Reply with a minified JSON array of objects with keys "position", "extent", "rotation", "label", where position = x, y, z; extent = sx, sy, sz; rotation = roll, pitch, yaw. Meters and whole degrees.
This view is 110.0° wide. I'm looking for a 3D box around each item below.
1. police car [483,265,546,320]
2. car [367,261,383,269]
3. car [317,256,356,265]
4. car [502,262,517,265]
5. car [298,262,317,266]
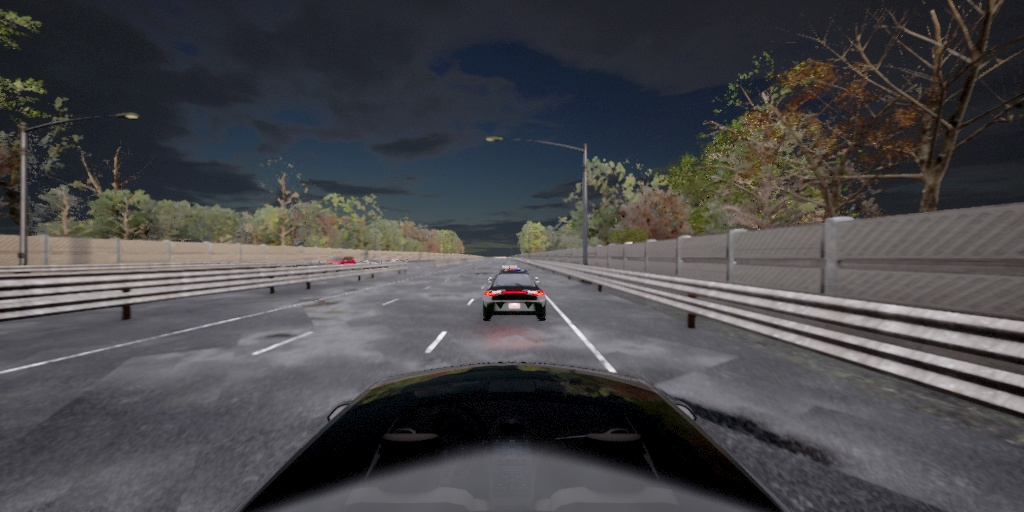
[{"position":[0.064,1.259,12.704],"extent":[2.038,1.542,4.974],"rotation":[0,0,0],"label":"police car"},{"position":[-18.016,1.336,47.200],"extent":[1.994,1.385,4.181],"rotation":[0,0,-1],"label":"car"},{"position":[-21.478,0.991,44.716],"extent":[2.150,2.045,5.566],"rotation":[0,0,-1],"label":"car"},{"position":[-0.308,1.371,44.549],"extent":[1.895,1.301,4.718],"rotation":[0,0,-1],"label":"car"},{"position":[-24.980,1.371,44.981],"extent":[1.895,1.301,4.718],"rotation":[0,0,-1],"label":"car"}]
